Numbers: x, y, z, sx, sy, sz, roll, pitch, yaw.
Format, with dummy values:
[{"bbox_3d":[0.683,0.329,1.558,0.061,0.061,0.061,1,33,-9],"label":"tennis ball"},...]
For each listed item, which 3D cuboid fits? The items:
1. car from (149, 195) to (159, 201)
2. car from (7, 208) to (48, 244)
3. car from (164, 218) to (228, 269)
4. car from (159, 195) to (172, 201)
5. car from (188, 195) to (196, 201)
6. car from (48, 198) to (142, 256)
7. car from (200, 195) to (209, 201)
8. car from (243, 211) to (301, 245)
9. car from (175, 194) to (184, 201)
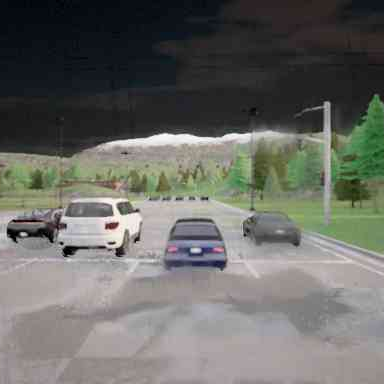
[{"bbox_3d":[-10.516,1.711,89.625,1.994,1.385,4.181,0,0,0],"label":"car"},{"bbox_3d":[-6.903,1.521,16.082,2.128,1.511,4.902,0,0,0],"label":"car"},{"bbox_3d":[0.097,1.568,11.123,2.033,1.411,5.357,0,0,0],"label":"car"},{"bbox_3d":[-7.015,1.697,88.995,2.033,1.411,5.357,0,0,0],"label":"car"},{"bbox_3d":[-0.016,1.682,89.168,1.812,1.442,4.674,0,0,0],"label":"car"},{"bbox_3d":[-3.403,1.247,13.299,2.150,2.045,5.566,0,0,0],"label":"car"},{"bbox_3d":[3.484,1.636,89.116,1.882,1.535,5.008,0,0,0],"label":"car"},{"bbox_3d":[3.595,1.592,15.580,1.994,1.385,4.181,0,0,0],"label":"car"},{"bbox_3d":[-3.515,1.753,89.225,1.895,1.301,4.718,0,0,0],"label":"car"}]
